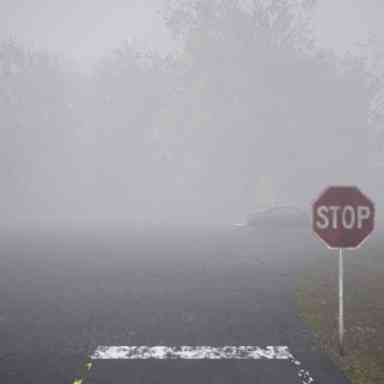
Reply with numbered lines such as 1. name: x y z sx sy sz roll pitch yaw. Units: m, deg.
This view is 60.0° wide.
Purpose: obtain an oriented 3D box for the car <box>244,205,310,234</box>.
1. car: 5.186 1.442 17.996 4.674 1.442 1.812 -1 -1 0
